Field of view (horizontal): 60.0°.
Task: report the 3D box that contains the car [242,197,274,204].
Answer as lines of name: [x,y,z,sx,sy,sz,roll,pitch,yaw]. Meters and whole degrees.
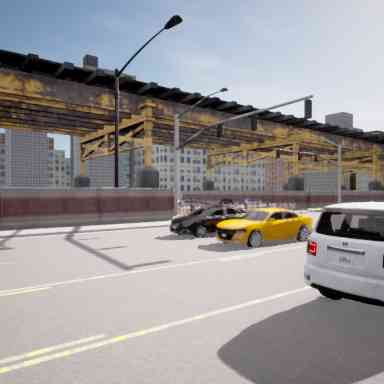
car: [8.050,1.295,43.004,4.536,1.218,1.853,0,0,-7]

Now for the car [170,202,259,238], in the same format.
car: [1.121,1.505,17.658,4.892,1.490,1.837,0,0,-35]

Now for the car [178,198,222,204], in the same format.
car: [0.431,1.453,36.585,4.974,1.542,2.038,0,0,8]

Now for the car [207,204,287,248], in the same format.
car: [3.323,1.477,14.930,5.008,1.535,1.882,0,0,-35]

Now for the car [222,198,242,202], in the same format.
car: [4.182,1.453,39.260,2.038,1.542,4.974,0,0,18]

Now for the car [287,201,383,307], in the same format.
car: [4.782,1.221,7.168,5.566,2.045,2.150,0,0,-35]

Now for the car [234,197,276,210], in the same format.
car: [8.102,1.453,43.011,4.974,1.542,2.038,0,0,-7]

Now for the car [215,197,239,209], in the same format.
car: [4.198,1.295,39.310,1.853,1.218,4.536,0,0,18]

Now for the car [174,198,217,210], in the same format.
car: [0.379,1.295,36.592,4.536,1.218,1.853,0,0,8]
